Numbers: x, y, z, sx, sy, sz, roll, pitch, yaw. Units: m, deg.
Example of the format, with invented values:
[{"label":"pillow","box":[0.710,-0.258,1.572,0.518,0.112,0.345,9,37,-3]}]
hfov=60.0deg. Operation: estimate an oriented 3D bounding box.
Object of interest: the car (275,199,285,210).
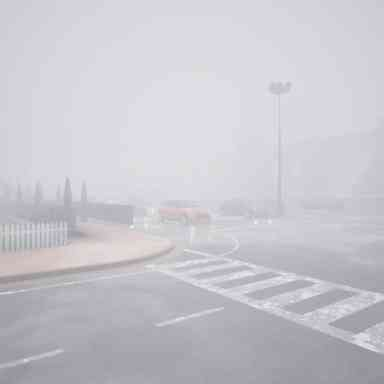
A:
[{"label":"car","box":[9.005,1.459,40.682,1.882,1.535,5.008,0,0,-37]}]

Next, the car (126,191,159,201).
[{"label":"car","box":[-6.993,1.097,44.093,2.033,1.411,5.357,0,3,-37]}]

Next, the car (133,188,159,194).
[{"label":"car","box":[-8.532,0.058,57.943,2.033,1.411,5.357,0,6,-37]}]

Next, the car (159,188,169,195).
[{"label":"car","box":[-6.032,-0.078,60.608,1.882,1.535,5.008,0,7,-37]}]

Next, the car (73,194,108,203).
[{"label":"car","box":[-11.969,1.212,39.065,1.895,1.301,4.718,0,3,-37]}]

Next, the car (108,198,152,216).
[{"label":"car","box":[-6.031,1.566,31.220,1.895,1.301,4.718,0,1,-37]}]

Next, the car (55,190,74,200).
[{"label":"car","box":[-17.944,0.397,47.054,1.994,1.385,4.181,0,6,-37]}]

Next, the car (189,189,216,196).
[{"label":"car","box":[1.807,0.475,56.006,2.150,2.045,5.566,0,5,-37]}]

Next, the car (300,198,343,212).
[{"label":"car","box":[14.934,1.470,38.667,1.882,1.535,5.008,0,0,-37]}]

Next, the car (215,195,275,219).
[{"label":"car","box":[4.511,1.346,28.917,2.097,1.767,4.553,0,0,-37]}]

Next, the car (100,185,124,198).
[{"label":"car","box":[-12.829,0.278,51.911,1.812,1.442,4.674,0,6,-37]}]

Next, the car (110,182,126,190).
[{"label":"car","box":[-14.795,-1.300,66.277,1.882,1.535,5.008,0,7,-37]}]

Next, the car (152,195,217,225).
[{"label":"car","box":[-0.598,1.351,24.066,2.097,1.767,4.553,0,0,-37]}]
